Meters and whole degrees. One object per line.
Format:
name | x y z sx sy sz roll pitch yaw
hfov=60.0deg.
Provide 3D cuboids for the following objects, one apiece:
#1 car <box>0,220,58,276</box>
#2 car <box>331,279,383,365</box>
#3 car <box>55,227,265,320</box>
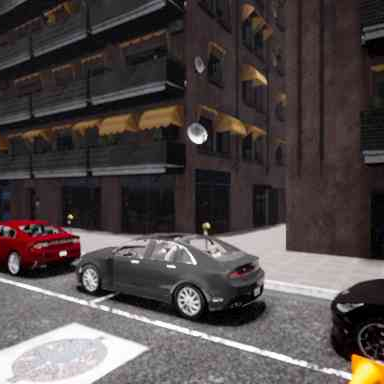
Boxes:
car | -5.359 1.538 10.258 4.507 1.381 1.887 0 0 33
car | 4.052 1.565 4.072 4.313 1.339 1.947 0 0 33
car | -0.654 1.547 7.165 4.403 1.369 2.008 0 0 33
